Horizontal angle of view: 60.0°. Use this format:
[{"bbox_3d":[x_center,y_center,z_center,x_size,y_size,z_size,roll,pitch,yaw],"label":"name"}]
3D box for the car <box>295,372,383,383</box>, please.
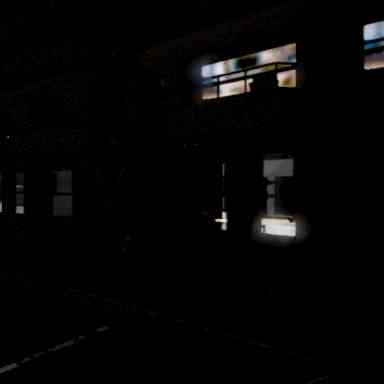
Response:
[{"bbox_3d":[2.287,1.591,1.241,4.206,1.307,1.802,1,0,36],"label":"car"}]
